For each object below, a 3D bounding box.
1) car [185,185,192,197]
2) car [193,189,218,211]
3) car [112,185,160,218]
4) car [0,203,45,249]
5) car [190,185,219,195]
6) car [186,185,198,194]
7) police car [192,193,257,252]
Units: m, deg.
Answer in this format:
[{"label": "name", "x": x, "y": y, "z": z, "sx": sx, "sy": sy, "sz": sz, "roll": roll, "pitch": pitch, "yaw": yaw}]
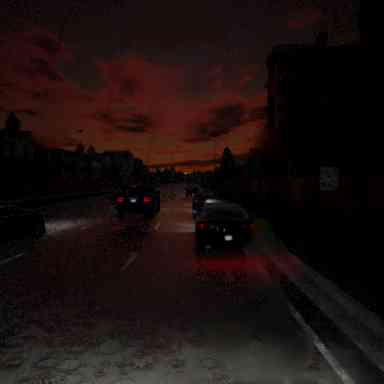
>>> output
[{"label": "car", "x": 0.044, "y": -0.096, "z": 50.872, "sx": 1.837, "sy": 1.490, "sz": 4.892, "roll": 0, "pitch": 2, "yaw": 0}, {"label": "car", "x": 1.065, "y": 0.592, "z": 28.086, "sx": 1.882, "sy": 1.535, "sz": 5.008, "roll": 0, "pitch": 2, "yaw": 0}, {"label": "car", "x": -3.389, "y": 0.527, "z": 21.920, "sx": 2.150, "sy": 2.045, "sz": 5.566, "roll": 0, "pitch": 2, "yaw": 0}, {"label": "car", "x": -6.894, "y": 1.123, "z": 11.577, "sx": 2.128, "sy": 1.511, "sz": 4.902, "roll": 0, "pitch": 2, "yaw": 0}, {"label": "car", "x": 1.061, "y": 0.654, "z": 22.055, "sx": 2.097, "sy": 1.767, "sz": 4.553, "roll": 0, "pitch": 2, "yaw": 0}, {"label": "car", "x": 0.033, "y": -0.525, "z": 64.106, "sx": 2.128, "sy": 1.511, "sz": 4.902, "roll": 0, "pitch": 2, "yaw": 0}, {"label": "police car", "x": 1.057, "y": 1.038, "z": 12.202, "sx": 1.930, "sy": 1.638, "sz": 5.238, "roll": 0, "pitch": 2, "yaw": 0}]
